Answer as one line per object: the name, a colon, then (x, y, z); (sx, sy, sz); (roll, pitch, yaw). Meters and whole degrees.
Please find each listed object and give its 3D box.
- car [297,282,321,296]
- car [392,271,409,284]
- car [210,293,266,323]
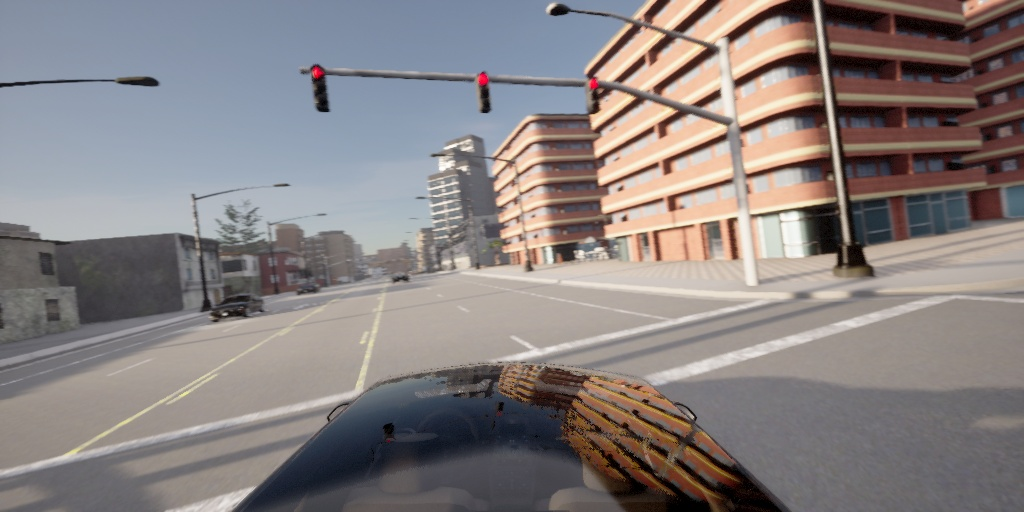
car: (-24.549, 3.912, 43.404); (1.994, 1.385, 4.181); (-7, 1, -19)
car: (-13.446, 2.589, 43.296); (1.895, 1.301, 4.718); (-7, 1, -18)
car: (-18.050, 3.316, 23.798); (1.837, 1.490, 4.892); (-7, 1, -19)
